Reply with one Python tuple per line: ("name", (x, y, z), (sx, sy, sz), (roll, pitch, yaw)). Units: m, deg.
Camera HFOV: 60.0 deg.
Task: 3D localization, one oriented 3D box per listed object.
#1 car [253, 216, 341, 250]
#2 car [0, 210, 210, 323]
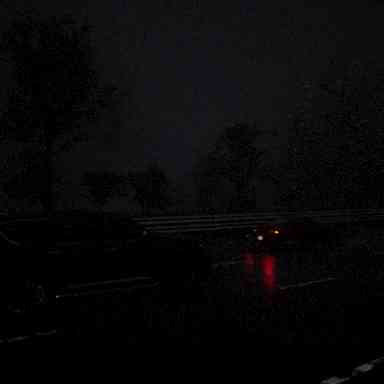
("car", (5.047, 1.870, 15.946), (4.674, 1.442, 1.812), (0, -2, -29))
("car", (-2.285, 1.448, 7.861), (5.566, 2.045, 2.150), (0, -2, -30))
